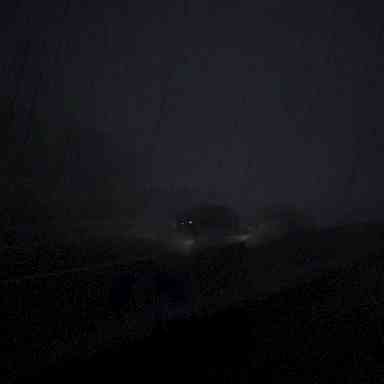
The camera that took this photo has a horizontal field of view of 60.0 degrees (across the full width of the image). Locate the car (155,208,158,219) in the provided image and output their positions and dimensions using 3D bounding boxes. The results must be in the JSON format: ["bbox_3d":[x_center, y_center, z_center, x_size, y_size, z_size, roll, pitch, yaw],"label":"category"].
[{"bbox_3d":[-0.893,1.461,27.409,1.882,1.535,5.008,0,0,39],"label":"car"}]

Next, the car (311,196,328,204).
[{"bbox_3d":[23.151,1.448,61.038,2.033,1.411,5.357,0,0,3],"label":"car"}]

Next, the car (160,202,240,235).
[{"bbox_3d":[0.790,1.490,18.894,1.837,1.490,4.892,0,0,44],"label":"car"}]

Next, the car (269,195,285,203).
[{"bbox_3d":[16.232,1.315,63.451,2.097,1.767,4.553,0,0,1],"label":"car"}]

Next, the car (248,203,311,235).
[{"bbox_3d":[4.859,1.538,18.139,1.994,1.385,4.181,0,0,42],"label":"car"}]

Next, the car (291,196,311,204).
[{"bbox_3d":[19.643,1.388,61.105,1.882,1.535,5.008,0,0,3],"label":"car"}]

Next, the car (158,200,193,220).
[{"bbox_3d":[0.295,1.474,23.459,2.128,1.511,4.902,0,0,41],"label":"car"}]
